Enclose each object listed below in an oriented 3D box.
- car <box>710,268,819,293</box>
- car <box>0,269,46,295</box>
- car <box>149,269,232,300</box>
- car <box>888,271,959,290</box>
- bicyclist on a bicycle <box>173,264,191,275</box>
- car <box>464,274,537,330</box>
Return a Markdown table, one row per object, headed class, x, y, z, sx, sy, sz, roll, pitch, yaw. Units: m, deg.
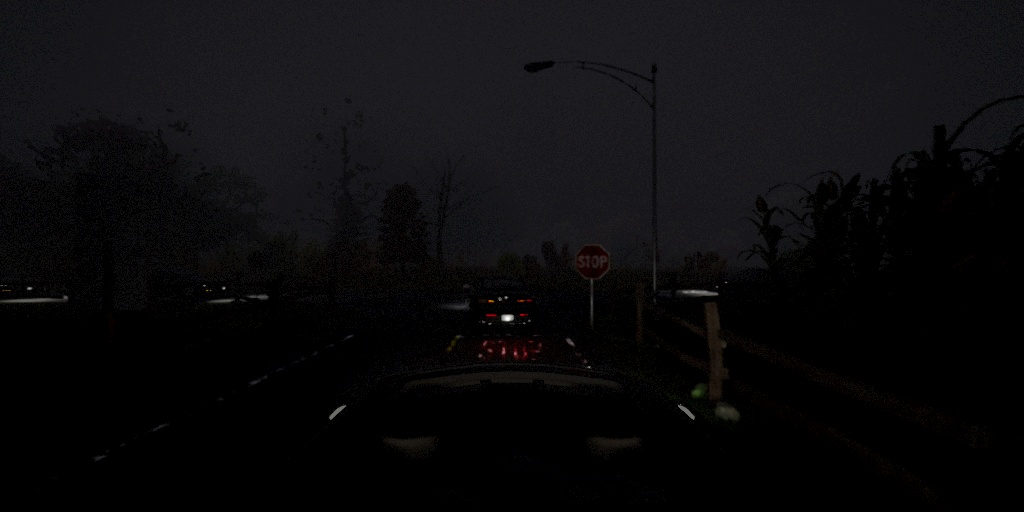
| class | x | y | z | sx | sy | sz | roll | pitch | yaw |
| --- | --- | --- | --- | --- | --- | --- | --- | --- | --- |
| car | 14.575 | 1.397 | 20.844 | 5.357 | 1.411 | 2.033 | 0 | 0 | 1 |
| car | -27.261 | 1.410 | 18.482 | 4.892 | 1.490 | 1.837 | 0 | 0 | 0 |
| car | -17.128 | 1.396 | 18.337 | 4.892 | 1.490 | 1.837 | 0 | 0 | 1 |
| car | 24.699 | 1.301 | 20.702 | 5.008 | 1.535 | 1.882 | 0 | 0 | 1 |
| bicyclist on a bicycle | -22.417 | 1.398 | 24.385 | 0.582 | 1.620 | 1.656 | 0 | 0 | 1 |
| car | -0.478 | 1.325 | 11.532 | 1.837 | 1.490 | 4.892 | 0 | 0 | -9 |
